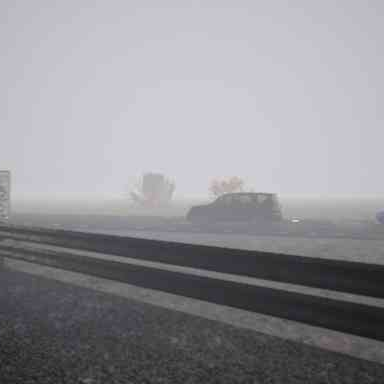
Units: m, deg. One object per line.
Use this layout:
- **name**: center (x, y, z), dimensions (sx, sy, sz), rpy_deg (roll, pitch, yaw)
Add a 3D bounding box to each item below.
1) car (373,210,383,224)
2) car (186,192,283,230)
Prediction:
- **car**: center (13.268, 1.302, 19.523), dimensions (4.674, 1.442, 1.812), rpy_deg (0, 0, 19)
- **car**: center (2.447, 1.042, 19.441), dimensions (5.566, 2.045, 2.150), rpy_deg (0, 0, 18)
